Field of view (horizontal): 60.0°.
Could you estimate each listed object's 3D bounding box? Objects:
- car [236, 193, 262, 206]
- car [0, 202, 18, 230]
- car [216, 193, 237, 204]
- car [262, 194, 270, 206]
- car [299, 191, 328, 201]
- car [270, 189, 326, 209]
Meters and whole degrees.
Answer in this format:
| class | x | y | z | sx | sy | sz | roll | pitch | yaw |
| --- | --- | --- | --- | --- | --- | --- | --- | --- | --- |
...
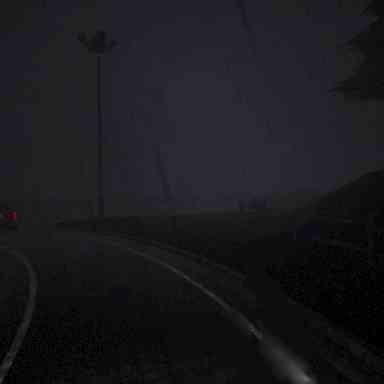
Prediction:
| class | x | y | z | sx | sy | sz | roll | pitch | yaw |
| --- | --- | --- | --- | --- | --- | --- | --- | --- | --- |
| car | 8.798 | 0.962 | 42.299 | 5.357 | 1.411 | 2.033 | -1 | 1 | -25 |
| car | -11.972 | 1.311 | 18.881 | 4.553 | 1.767 | 2.097 | 0 | 1 | 32 |
| car | 5.907 | 0.875 | 48.658 | 4.902 | 1.511 | 2.128 | -1 | 1 | -25 |
| car | 11.087 | 0.940 | 39.499 | 4.674 | 1.442 | 1.812 | -1 | 1 | -25 |
| car | 20.203 | 0.643 | 55.263 | 4.674 | 1.442 | 1.812 | -1 | 1 | -24 |
| car | 11.610 | 0.668 | 35.886 | 5.566 | 2.045 | 2.150 | -1 | 1 | -25 |
